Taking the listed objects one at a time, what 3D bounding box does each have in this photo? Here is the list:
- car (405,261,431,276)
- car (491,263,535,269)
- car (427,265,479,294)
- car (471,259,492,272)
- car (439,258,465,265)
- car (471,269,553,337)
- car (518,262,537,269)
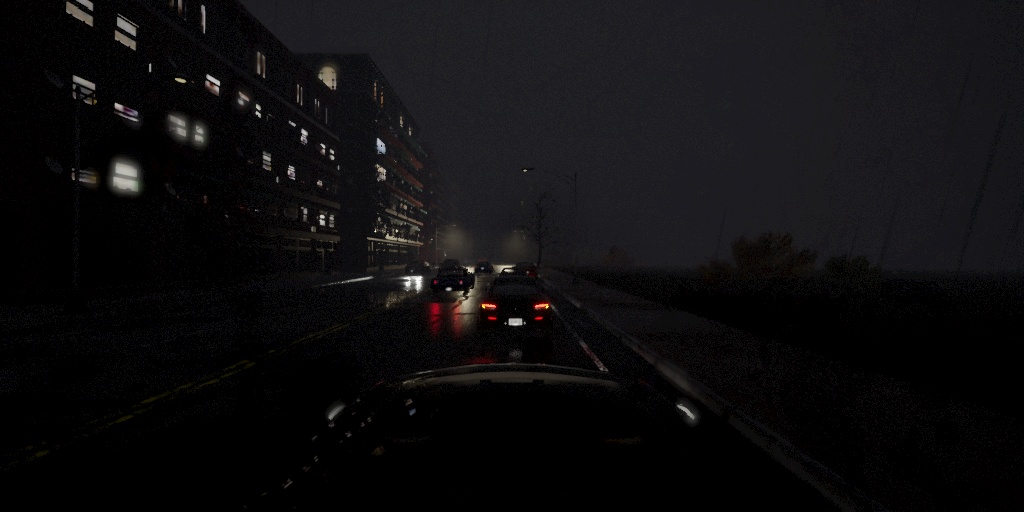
[{"bbox_3d":[-9.928,1.245,38.023,2.128,1.511,4.902,0,0,0],"label":"car"},{"bbox_3d":[0.061,1.317,20.322,1.994,1.385,4.181,0,0,0],"label":"car"},{"bbox_3d":[-3.190,1.354,20.217,1.895,1.301,4.718,0,0,0],"label":"car"},{"bbox_3d":[-3.234,1.317,41.390,1.994,1.385,4.181,0,0,0],"label":"car"},{"bbox_3d":[-6.680,1.106,38.845,2.097,1.767,4.553,0,0,0],"label":"car"},{"bbox_3d":[0.074,1.277,10.155,1.812,1.442,4.674,0,0,0],"label":"car"},{"bbox_3d":[1.077,1.232,29.850,1.882,1.535,5.008,0,0,0],"label":"car"}]
